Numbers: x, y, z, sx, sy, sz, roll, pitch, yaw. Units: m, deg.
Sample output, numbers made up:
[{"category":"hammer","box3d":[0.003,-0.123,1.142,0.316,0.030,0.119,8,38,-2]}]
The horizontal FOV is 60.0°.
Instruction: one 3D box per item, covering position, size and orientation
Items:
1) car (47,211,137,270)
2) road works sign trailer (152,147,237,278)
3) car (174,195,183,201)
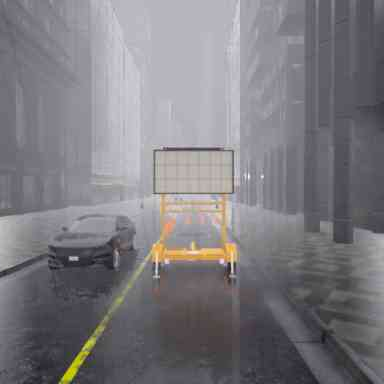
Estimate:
[{"category":"car","box3d":[-3.103,1.472,11.221,1.882,1.535,5.008,0,0,0]},{"category":"road works sign trailer","box3d":[0.047,0.460,10.120,2.380,3.560,2.880,0,0,-1]},{"category":"car","box3d":[-3.025,1.380,75.878,2.128,1.511,4.902,0,0,0]}]
